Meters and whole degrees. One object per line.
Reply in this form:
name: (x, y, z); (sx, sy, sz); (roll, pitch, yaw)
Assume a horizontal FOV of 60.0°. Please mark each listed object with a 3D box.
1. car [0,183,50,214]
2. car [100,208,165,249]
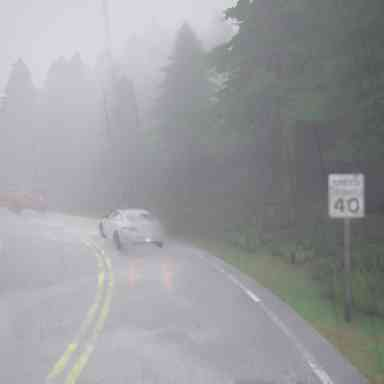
car: (-12.832, 0.399, 24.155); (5.566, 2.045, 2.150); (4, 0, 27)
car: (-2.580, 1.405, 13.958); (1.812, 1.442, 4.674); (1, 1, -26)
